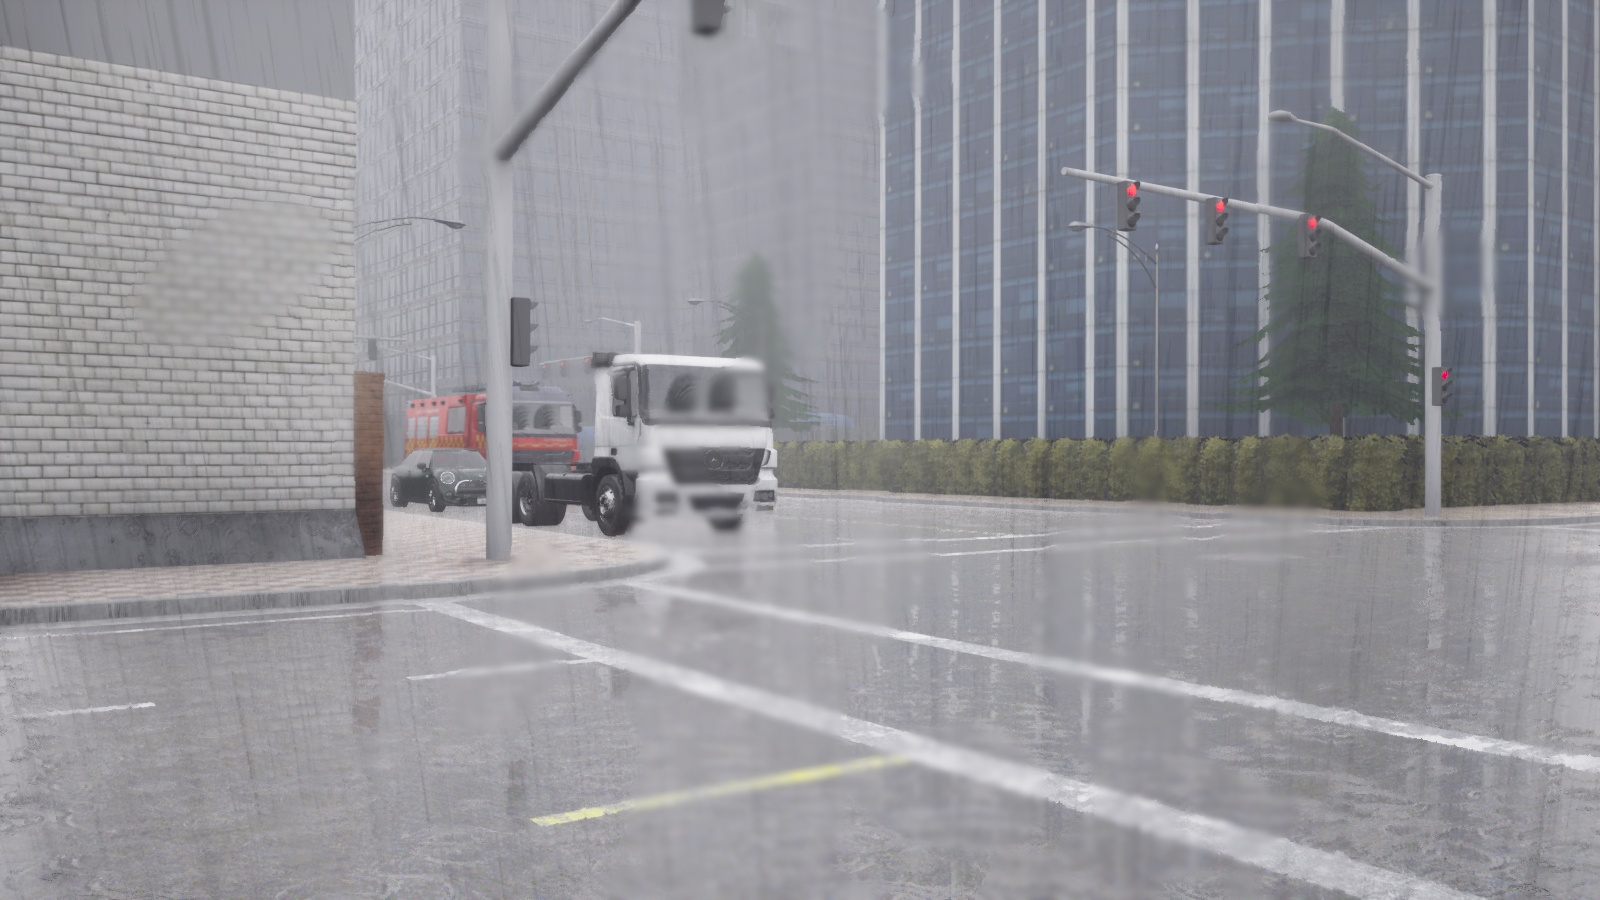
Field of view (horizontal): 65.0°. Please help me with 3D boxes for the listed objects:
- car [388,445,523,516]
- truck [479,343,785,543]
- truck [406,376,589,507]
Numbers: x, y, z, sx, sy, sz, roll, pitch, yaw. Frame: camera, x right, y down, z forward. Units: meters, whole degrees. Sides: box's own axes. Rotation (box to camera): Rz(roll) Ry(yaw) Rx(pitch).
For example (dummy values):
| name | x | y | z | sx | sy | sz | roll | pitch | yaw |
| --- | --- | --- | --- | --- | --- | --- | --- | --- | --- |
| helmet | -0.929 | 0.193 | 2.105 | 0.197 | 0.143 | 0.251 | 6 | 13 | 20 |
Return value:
| name | x | y | z | sx | sy | sz | roll | pitch | yaw |
| --- | --- | --- | --- | --- | --- | --- | --- | --- | --- |
| car | -9.337 | 0.761 | 33.803 | 2.097 | 1.767 | 4.553 | 0 | 0 | -35 |
| truck | -3.750 | -0.110 | 25.811 | 2.891 | 3.462 | 7.936 | 0 | 0 | -35 |
| truck | -10.040 | -0.243 | 40.890 | 2.891 | 3.827 | 8.468 | 0 | 0 | -35 |
